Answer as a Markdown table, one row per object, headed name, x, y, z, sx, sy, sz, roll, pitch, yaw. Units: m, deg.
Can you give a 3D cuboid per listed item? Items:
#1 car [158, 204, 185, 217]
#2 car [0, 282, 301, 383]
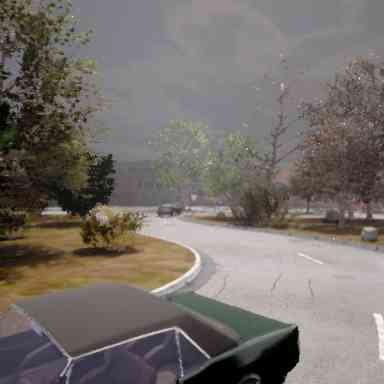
| name | x | y | z | sx | sy | sz | roll | pitch | yaw |
| --- | --- | --- | --- | --- | --- | --- | --- | --- | --- |
| car | -2.386 | 2.130 | 39.527 | 2.128 | 1.511 | 4.902 | 0 | -1 | 19 |
| car | -1.128 | 1.623 | 2.704 | 4.718 | 1.301 | 1.895 | 1 | -1 | -42 |
